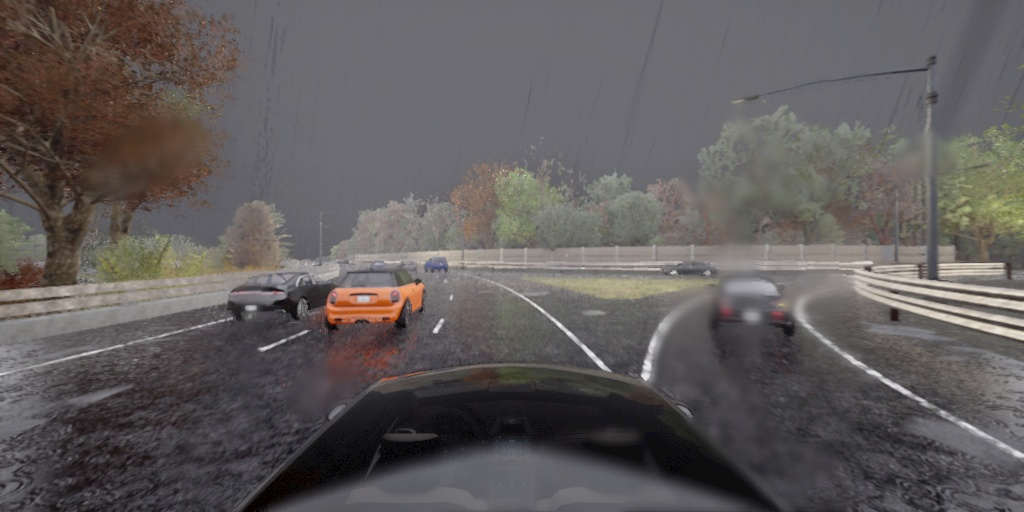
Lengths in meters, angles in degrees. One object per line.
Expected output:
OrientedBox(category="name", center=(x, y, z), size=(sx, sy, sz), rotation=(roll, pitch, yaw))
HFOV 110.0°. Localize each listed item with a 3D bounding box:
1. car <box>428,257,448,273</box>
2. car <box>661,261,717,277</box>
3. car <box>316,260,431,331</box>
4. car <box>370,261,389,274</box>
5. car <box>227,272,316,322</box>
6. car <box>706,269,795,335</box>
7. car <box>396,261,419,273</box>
OrientedBox(category="car", center=(-10.220, 1.143, 48.207), size=(2.150, 2.045, 5.566), rotation=(0, 0, -27))
OrientedBox(category="car", center=(16.853, 1.262, 34.160), size=(4.892, 1.490, 1.837), rotation=(0, 0, 12))
OrientedBox(category="car", center=(-4.065, 1.147, 11.452), size=(2.097, 1.767, 4.553), rotation=(0, 0, -5))
OrientedBox(category="car", center=(-17.395, 1.476, 46.933), size=(1.812, 1.442, 4.674), rotation=(0, 0, -26))
OrientedBox(category="car", center=(-7.687, 1.307, 12.644), size=(2.128, 1.511, 4.902), rotation=(0, 0, -6))
OrientedBox(category="car", center=(6.876, 1.266, 10.495), size=(1.812, 1.442, 4.674), rotation=(-1, 0, 31))
OrientedBox(category="car", center=(-13.967, 1.429, 47.892), size=(2.128, 1.511, 4.902), rotation=(0, 0, -27))
